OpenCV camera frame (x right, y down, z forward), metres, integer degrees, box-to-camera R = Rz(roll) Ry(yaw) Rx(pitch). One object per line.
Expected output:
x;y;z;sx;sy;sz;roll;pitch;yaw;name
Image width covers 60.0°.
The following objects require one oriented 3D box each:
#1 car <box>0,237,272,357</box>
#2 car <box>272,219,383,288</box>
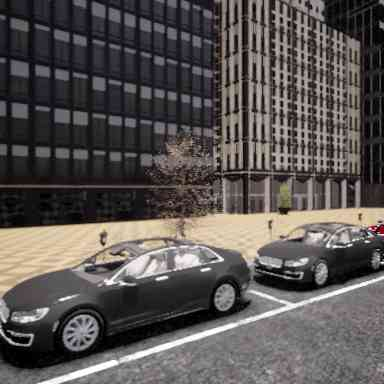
-0.887;1.546;5.931;4.403;1.369;2.008;0;0;-36;car
3.610;1.537;9.139;4.403;1.369;2.008;0;0;-36;car
